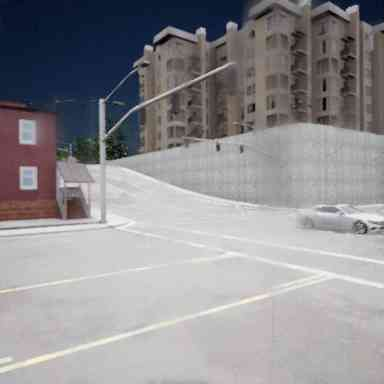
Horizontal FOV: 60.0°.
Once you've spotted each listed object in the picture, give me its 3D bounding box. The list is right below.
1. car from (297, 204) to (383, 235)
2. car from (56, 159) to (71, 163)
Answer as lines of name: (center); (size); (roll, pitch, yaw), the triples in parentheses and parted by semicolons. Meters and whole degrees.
car: (7.731, 1.352, 17.468); (1.812, 1.442, 4.674); (-1, 1, -36)
car: (-23.285, -5.314, 60.598); (1.895, 1.301, 4.718); (-1, 10, -36)
